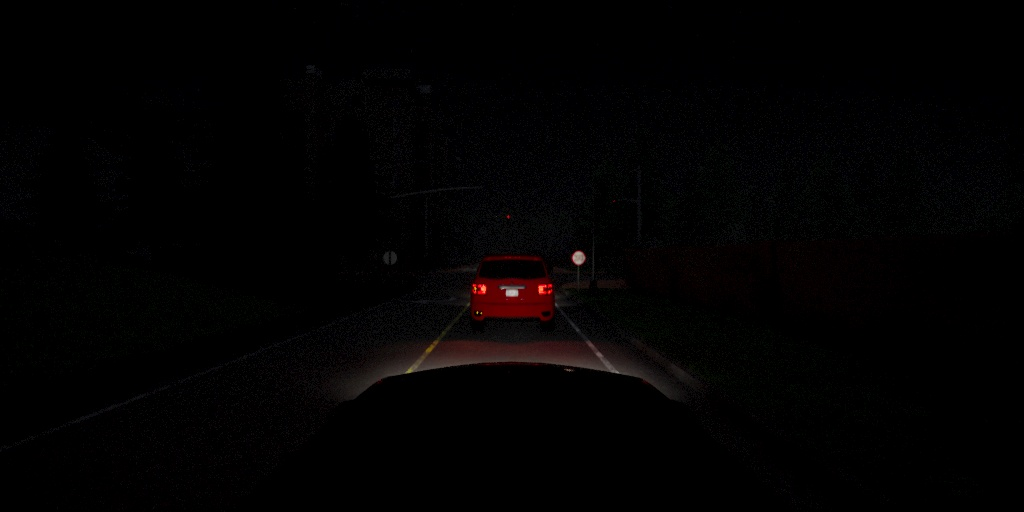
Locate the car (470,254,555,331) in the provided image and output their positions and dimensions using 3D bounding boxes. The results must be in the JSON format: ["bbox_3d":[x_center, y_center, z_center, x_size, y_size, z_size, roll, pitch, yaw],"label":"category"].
[{"bbox_3d":[0.050,0.953,11.026,2.150,2.045,5.566,0,0,1],"label":"car"}]

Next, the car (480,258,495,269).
[{"bbox_3d":[-3.538,1.125,53.402,1.882,1.535,5.008,0,0,0],"label":"car"}]
